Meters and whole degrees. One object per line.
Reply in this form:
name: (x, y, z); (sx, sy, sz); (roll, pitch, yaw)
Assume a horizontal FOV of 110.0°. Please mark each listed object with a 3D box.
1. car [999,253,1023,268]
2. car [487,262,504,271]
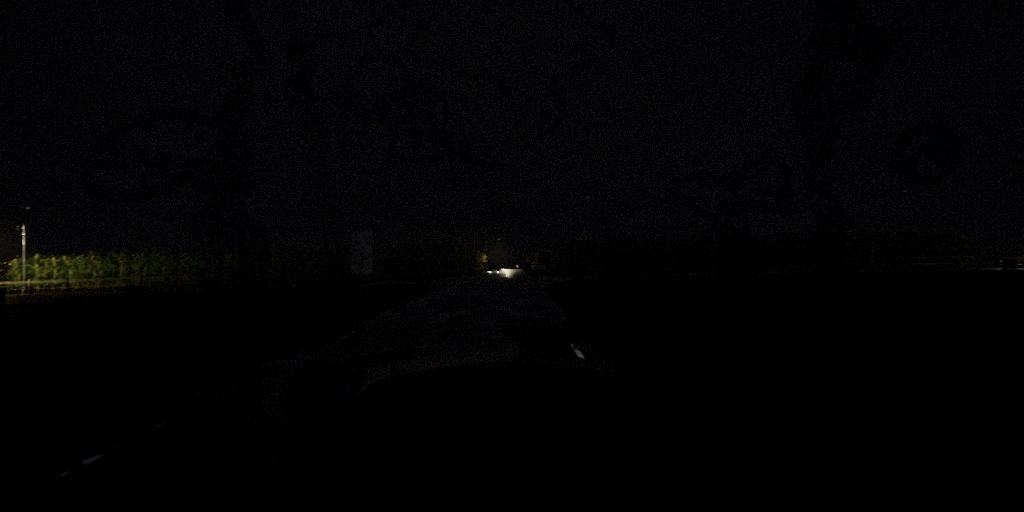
car: (49.087, 0.329, 33.685); (5.008, 1.535, 1.882); (-1, -1, 0)
car: (-2.777, 1.676, 56.396); (2.033, 1.411, 5.357); (0, -1, 0)
